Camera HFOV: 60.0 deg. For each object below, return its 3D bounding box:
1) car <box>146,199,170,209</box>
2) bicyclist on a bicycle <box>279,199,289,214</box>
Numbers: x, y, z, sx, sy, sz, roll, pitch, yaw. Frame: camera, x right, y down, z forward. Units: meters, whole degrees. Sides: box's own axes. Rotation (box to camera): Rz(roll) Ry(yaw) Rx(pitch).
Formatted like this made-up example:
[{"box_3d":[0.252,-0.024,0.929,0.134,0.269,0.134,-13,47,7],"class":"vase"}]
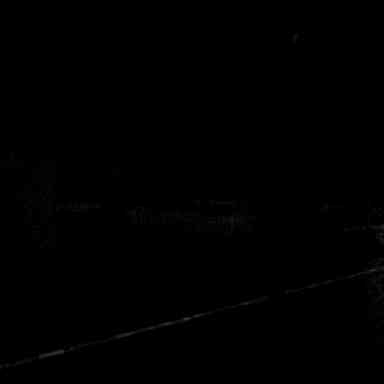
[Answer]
[{"box_3d":[-4.953,1.713,47.973,1.812,1.442,4.674,1,0,-36],"class":"car"},{"box_3d":[9.574,1.517,34.628,1.656,1.620,0.582,0,0,-36],"class":"bicyclist on a bicycle"}]
